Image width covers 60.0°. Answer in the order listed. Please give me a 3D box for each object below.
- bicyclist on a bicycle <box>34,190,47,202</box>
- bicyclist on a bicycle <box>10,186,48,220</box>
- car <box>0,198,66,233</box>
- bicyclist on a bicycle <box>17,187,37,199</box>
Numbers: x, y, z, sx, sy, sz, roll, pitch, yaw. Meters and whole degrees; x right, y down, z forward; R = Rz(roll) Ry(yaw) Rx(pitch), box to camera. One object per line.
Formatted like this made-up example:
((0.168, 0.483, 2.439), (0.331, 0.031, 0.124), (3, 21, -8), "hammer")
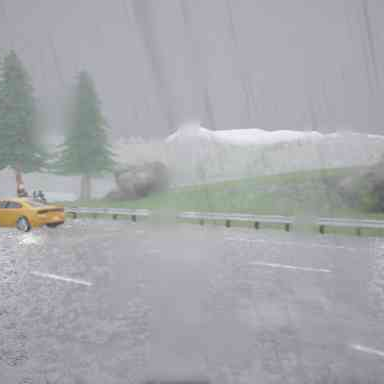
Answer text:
((-10.123, 0.724, 22.142), (0.582, 1.620, 1.656), (3, -11, 12), "bicyclist on a bicycle")
((-11.055, 0.743, 22.597), (0.582, 1.620, 1.656), (7, -38, 35), "bicyclist on a bicycle")
((-8.604, 1.044, 16.355), (5.008, 1.535, 1.882), (1, 1, 22), "car")
((-10.609, 0.373, 21.178), (0.582, 1.620, 1.656), (-25, 28, -14), "bicyclist on a bicycle")
